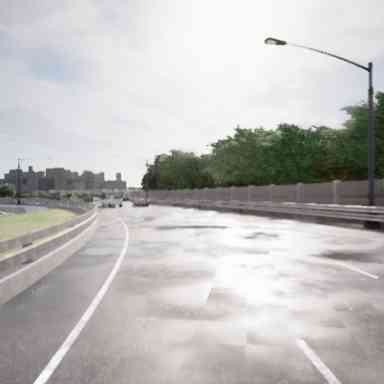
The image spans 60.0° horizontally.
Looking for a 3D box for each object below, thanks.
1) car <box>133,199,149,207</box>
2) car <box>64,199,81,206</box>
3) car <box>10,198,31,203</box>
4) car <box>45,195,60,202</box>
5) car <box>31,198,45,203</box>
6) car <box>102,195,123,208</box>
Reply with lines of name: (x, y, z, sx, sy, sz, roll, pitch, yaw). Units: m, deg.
car: (-8.886, 1.906, 57.734, 1.994, 1.385, 4.181, 0, 0, -23)
car: (-22.918, 2.011, 63.846, 2.033, 1.411, 5.357, 0, -1, -40)
car: (-42.912, 2.229, 82.381, 5.357, 1.411, 2.033, -1, 0, 36)
car: (-36.508, 1.891, 86.332, 5.566, 2.045, 2.150, -1, 0, 36)
car: (-40.021, 2.233, 84.605, 4.181, 1.385, 1.994, -1, 0, 36)
car: (-13.576, 1.590, 56.830, 2.150, 2.045, 5.566, 0, 0, -33)
